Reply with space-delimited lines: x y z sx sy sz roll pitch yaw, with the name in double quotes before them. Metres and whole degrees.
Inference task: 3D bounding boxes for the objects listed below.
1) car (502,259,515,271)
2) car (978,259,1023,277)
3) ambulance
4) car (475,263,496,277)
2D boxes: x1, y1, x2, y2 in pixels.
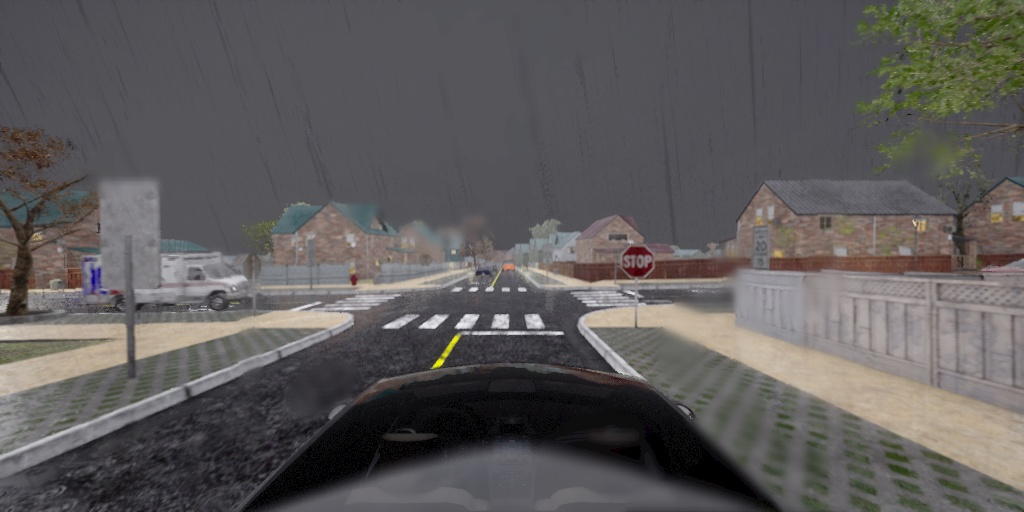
"car" -0.592 1.676 60.737 2.097 1.767 4.553 0 -1 -1
"car" 27.759 0.856 18.904 5.008 1.535 1.882 -1 1 0
"ambulance" -14.704 1.119 15.820 6.366 2.431 2.351 -1 1 0
"car" -3.133 1.676 40.712 1.895 1.301 4.718 0 -1 -1
